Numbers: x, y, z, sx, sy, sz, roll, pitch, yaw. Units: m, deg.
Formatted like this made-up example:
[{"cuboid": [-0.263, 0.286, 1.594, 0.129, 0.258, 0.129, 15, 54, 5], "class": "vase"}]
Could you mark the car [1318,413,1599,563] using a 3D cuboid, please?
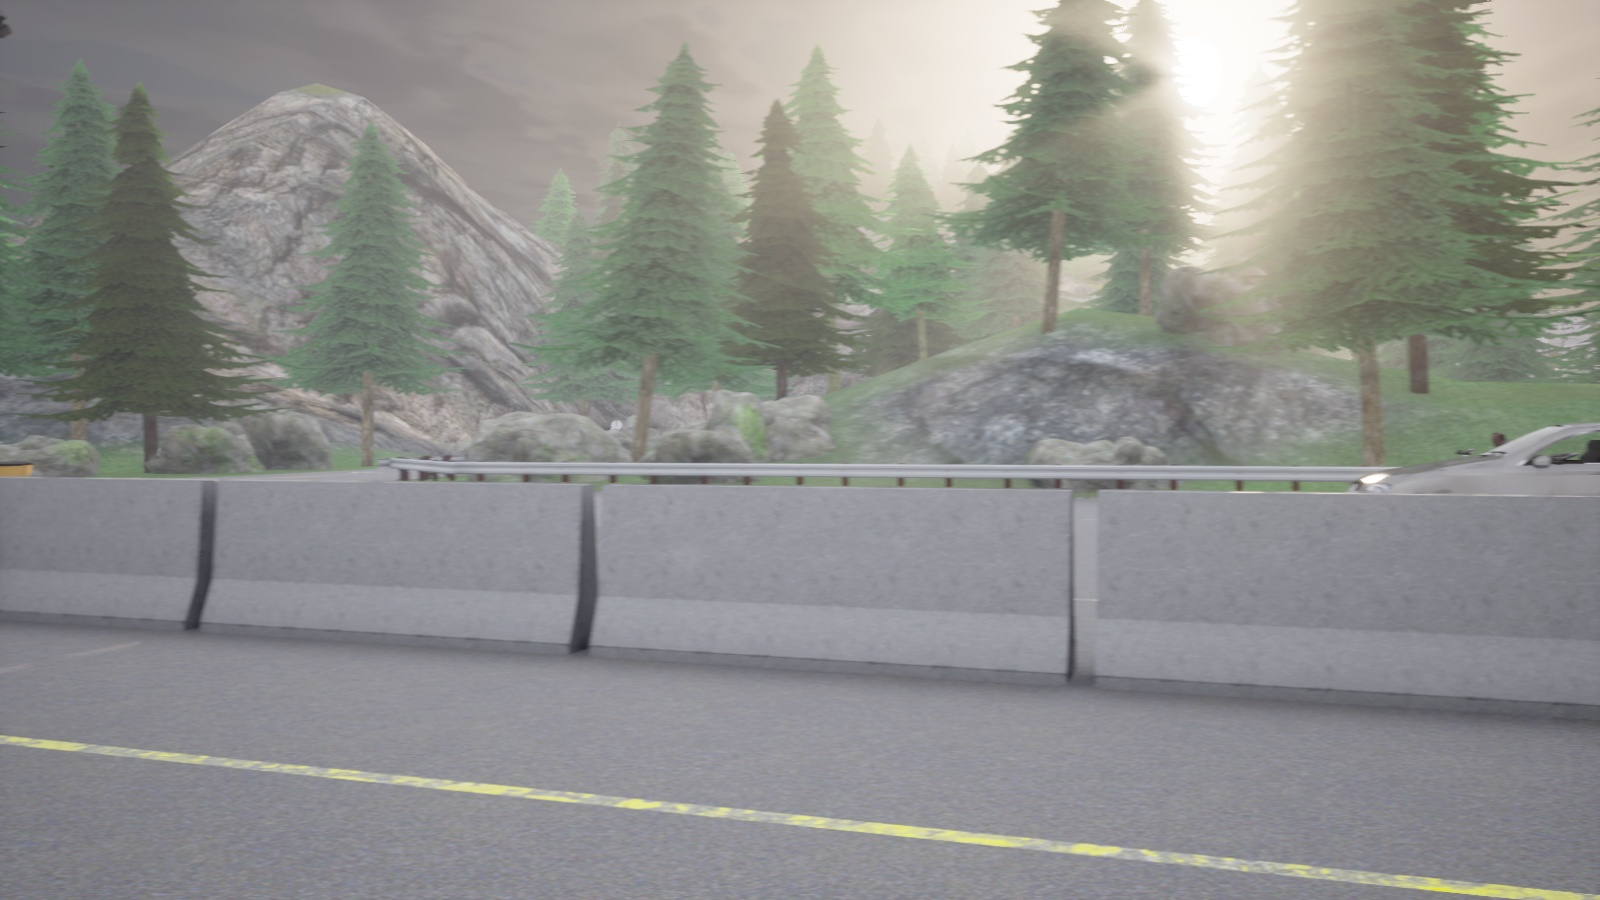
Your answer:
[{"cuboid": [8.967, 0.401, 14.943, 5.027, 1.651, 2.152, 1, 1, 19], "class": "car"}]
